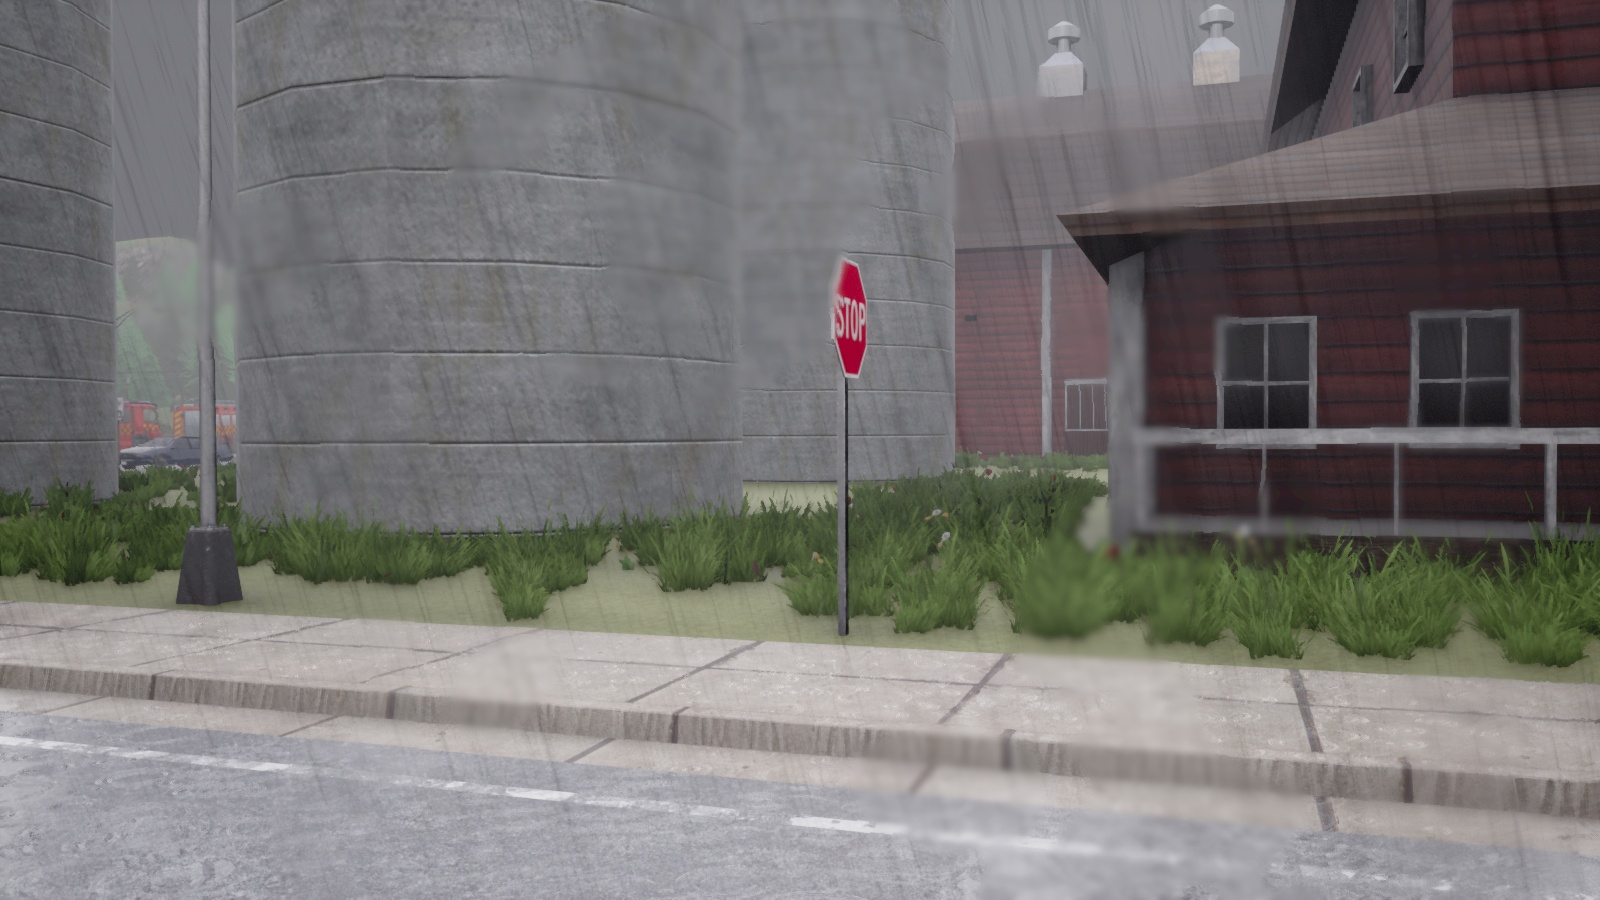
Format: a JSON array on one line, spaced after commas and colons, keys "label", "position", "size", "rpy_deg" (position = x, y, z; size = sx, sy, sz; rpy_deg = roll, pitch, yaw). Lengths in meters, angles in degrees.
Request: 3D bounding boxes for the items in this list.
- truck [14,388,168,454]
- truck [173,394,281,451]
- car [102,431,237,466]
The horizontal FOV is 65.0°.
[{"label": "truck", "position": [-43.178, -1.731, 76.867], "size": [2.891, 3.827, 8.468], "rpy_deg": [1, 1, 18]}, {"label": "truck", "position": [-40.254, -1.908, 88.614], "size": [2.891, 3.827, 8.468], "rpy_deg": [0, 1, 7]}, {"label": "car", "position": [-26.988, -0.092, 54.011], "size": [2.033, 1.411, 5.357], "rpy_deg": [1, 1, 18]}]
